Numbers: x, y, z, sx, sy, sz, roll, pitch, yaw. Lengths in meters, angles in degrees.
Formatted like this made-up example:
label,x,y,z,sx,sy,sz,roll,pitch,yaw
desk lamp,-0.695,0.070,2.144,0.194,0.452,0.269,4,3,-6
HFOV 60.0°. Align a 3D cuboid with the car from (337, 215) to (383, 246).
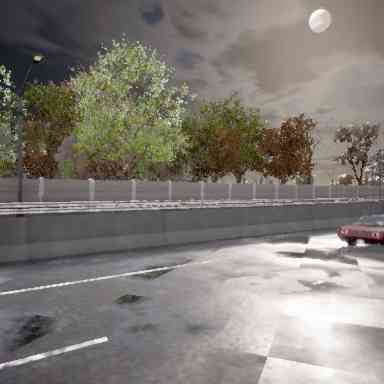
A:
label,x,y,z,sx,sy,sz,roll,pitch,yaw
car,8.293,1.620,14.083,4.718,1.301,1.895,0,0,-35
